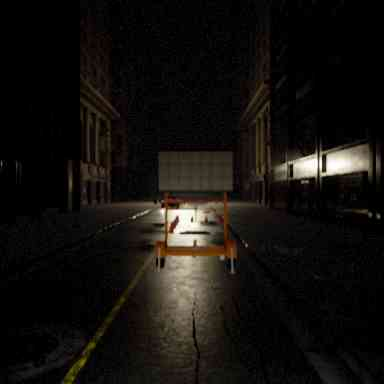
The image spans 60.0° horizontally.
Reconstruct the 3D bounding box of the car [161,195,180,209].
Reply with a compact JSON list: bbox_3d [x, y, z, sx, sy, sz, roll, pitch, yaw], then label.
[{"bbox_3d":[-2.603,1.162,40.691,2.097,1.767,4.553,0,0,1],"label":"car"}]

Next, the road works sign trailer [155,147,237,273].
[{"bbox_3d":[0.117,0.414,10.423,2.380,3.560,2.880,0,0,1],"label":"road works sign trailer"}]
